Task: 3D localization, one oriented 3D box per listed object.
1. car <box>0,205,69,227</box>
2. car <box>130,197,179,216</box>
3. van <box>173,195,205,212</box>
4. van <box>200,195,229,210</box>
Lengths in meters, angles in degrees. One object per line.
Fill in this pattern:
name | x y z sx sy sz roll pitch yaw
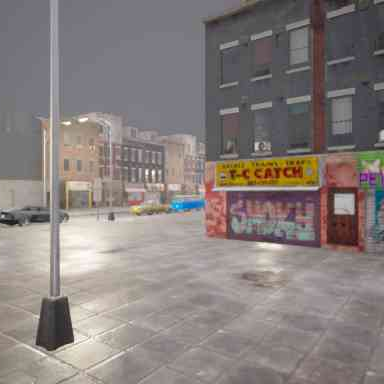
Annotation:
car | -10.357 1.522 22.134 1.947 1.339 4.313 0 0 36
car | -3.666 1.449 31.476 1.752 1.417 4.829 0 0 36
van | -0.470 1.250 35.939 1.690 1.788 3.998 0 0 36
van | 2.826 1.235 40.541 1.690 1.788 3.998 0 0 36
